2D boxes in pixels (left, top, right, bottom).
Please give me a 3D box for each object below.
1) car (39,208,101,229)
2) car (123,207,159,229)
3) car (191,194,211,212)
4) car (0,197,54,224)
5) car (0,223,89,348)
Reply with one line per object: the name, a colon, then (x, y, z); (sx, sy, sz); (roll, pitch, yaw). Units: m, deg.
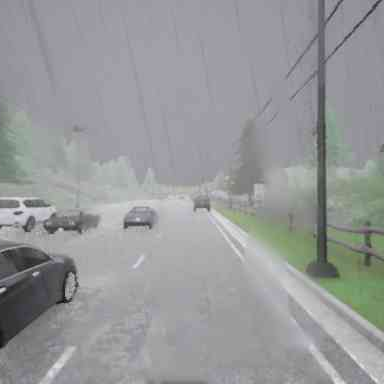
car: (-6.892, 1.700, 19.705); (1.895, 1.301, 4.718); (0, 0, 0)
car: (-3.392, 1.677, 22.758); (1.994, 1.385, 4.181); (0, 0, 0)
car: (1.237, 1.431, 42.348); (2.150, 2.045, 5.566); (0, 0, 0)
car: (-10.391, 1.329, 20.805); (2.150, 2.045, 5.566); (0, 0, 0)
car: (-3.399, 1.534, 5.355); (1.837, 1.490, 4.892); (0, 0, 0)
